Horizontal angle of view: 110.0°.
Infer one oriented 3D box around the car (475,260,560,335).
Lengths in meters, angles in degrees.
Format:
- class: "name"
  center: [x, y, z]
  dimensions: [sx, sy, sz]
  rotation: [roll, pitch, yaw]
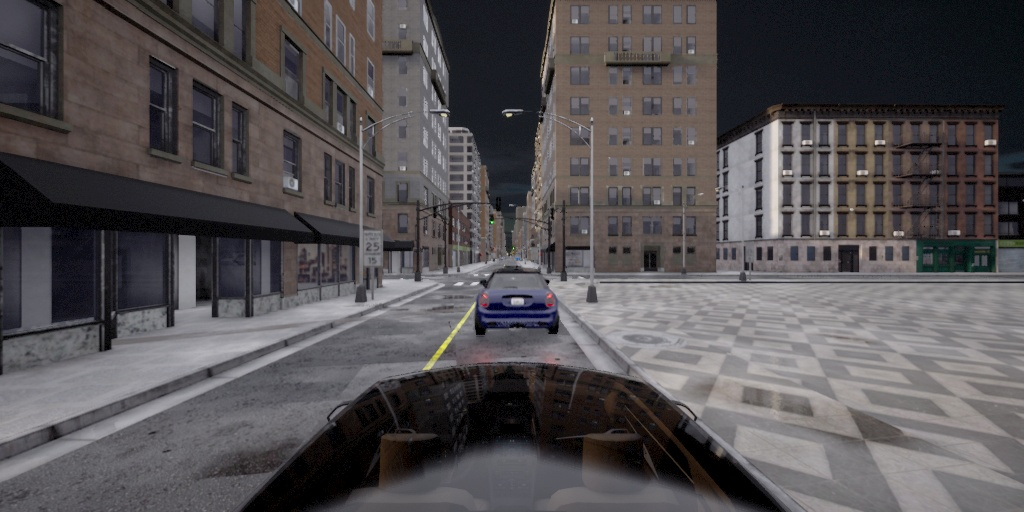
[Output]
- class: "car"
  center: [0.093, 1.109, 10.662]
  dimensions: [2.097, 1.767, 4.553]
  rotation: [0, 0, -1]
